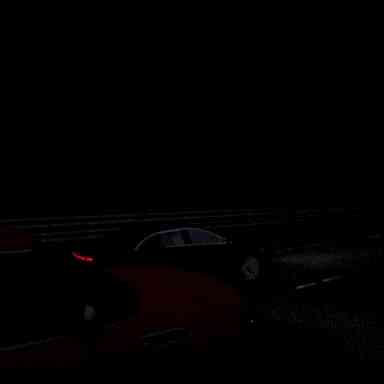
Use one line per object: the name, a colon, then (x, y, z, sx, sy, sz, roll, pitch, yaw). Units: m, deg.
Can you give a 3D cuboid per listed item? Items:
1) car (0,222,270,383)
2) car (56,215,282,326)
car: (-1.910, 1.220, 2.384, 5.566, 2.045, 2.150, 0, 0, -36)
car: (-0.348, 1.461, 7.802, 4.902, 1.511, 2.128, 0, 0, -36)
